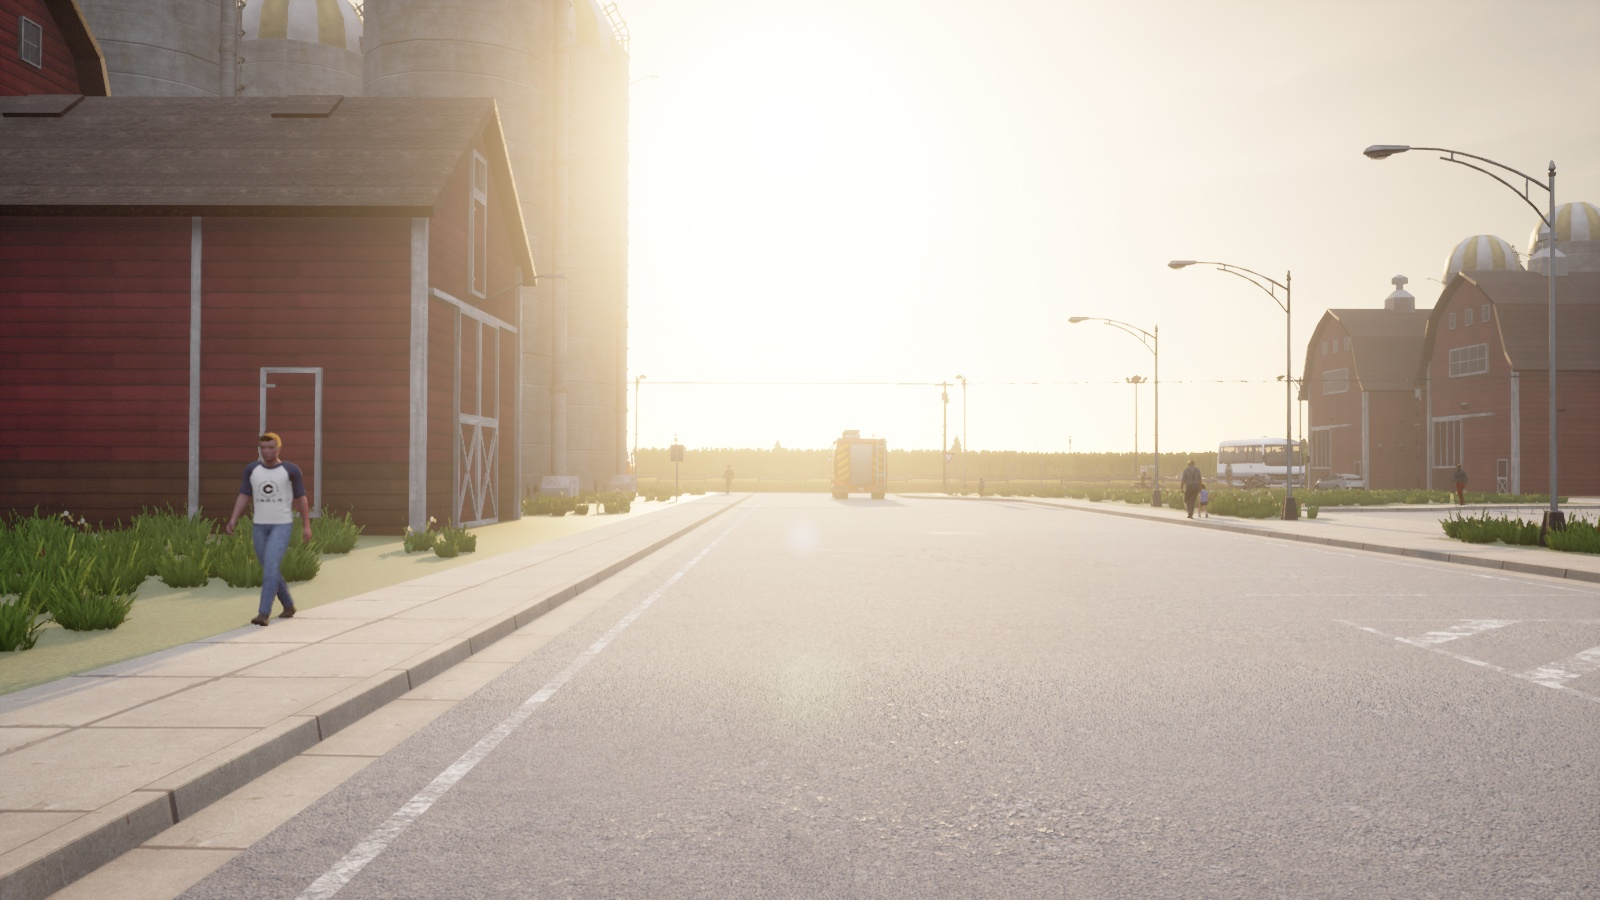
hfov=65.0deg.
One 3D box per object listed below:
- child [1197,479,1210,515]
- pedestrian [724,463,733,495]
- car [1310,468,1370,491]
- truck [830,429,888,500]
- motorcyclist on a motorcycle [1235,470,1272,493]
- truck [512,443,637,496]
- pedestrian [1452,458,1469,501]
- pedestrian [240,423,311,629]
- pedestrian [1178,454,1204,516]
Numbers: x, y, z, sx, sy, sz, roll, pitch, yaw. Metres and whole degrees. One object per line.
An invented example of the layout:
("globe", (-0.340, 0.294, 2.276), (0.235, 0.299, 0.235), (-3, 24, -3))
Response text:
("child", (12.560, 1.448, 39.067), (0.255, 1.110, 0.394), (0, -1, -1))
("pedestrian", (-4.289, 1.738, 75.380), (0.423, 1.949, 0.788), (0, -1, 2))
("car", (37.999, 2.069, 88.442), (2.007, 1.525, 4.514), (0, -1, -4))
("truck", (3.311, 0.836, 72.262), (2.891, 3.827, 8.468), (0, -1, 0))
("motorcyclist on a motorcycle", (30.621, 2.123, 84.733), (2.191, 1.530, 0.866), (0, -1, -13))
("truck", (-15.133, 1.298, 84.629), (7.936, 3.462, 2.891), (0, -1, 1))
("pedestrian", (28.533, 1.256, 54.255), (0.614, 1.847, 0.353), (0, -1, -29))
("pedestrian", (-4.807, 0.680, 11.529), (0.354, 1.836, 0.706), (0, -1, -1))
("pedestrian", (11.670, 1.045, 37.473), (0.540, 1.848, 0.694), (0, -1, 0))
